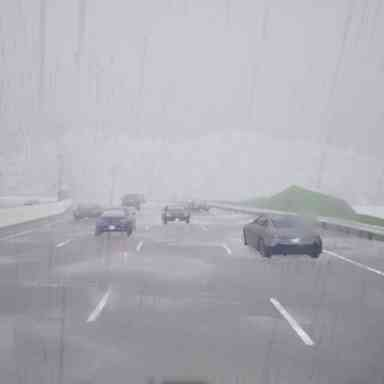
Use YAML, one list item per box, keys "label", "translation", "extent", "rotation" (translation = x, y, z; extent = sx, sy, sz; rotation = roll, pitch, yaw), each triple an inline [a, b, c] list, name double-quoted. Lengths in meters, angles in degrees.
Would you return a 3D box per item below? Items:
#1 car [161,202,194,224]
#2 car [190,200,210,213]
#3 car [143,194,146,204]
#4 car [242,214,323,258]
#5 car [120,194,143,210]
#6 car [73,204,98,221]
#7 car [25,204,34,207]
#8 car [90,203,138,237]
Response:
- label: "car"
  translation: [-1.326, 1.613, 25.114]
  extent: [1.895, 1.301, 4.718]
  rotation: [-1, 0, -8]
- label: "car"
  translation: [0.517, 1.591, 37.083]
  extent: [1.895, 1.301, 4.718]
  rotation: [-1, 0, -12]
- label: "car"
  translation: [-10.366, 1.325, 63.470]
  extent: [2.150, 2.045, 5.566]
  rotation: [0, 0, -20]
- label: "car"
  translation: [3.217, 1.527, 12.646]
  extent: [1.994, 1.385, 4.181]
  rotation: [-1, 0, -4]
- label: "car"
  translation: [-8.238, 1.307, 44.093]
  extent: [2.150, 2.045, 5.566]
  rotation: [0, 0, -15]
- label: "car"
  translation: [-8.605, 1.692, 27.964]
  extent: [1.895, 1.301, 4.718]
  rotation: [-1, 0, -9]
- label: "car"
  translation: [-26.050, 1.827, 54.489]
  extent: [2.033, 1.411, 5.357]
  rotation: [-1, 0, -18]
- label: "car"
  translation: [-4.178, 1.569, 18.547]
  extent: [1.812, 1.442, 4.674]
  rotation: [0, 0, -6]
